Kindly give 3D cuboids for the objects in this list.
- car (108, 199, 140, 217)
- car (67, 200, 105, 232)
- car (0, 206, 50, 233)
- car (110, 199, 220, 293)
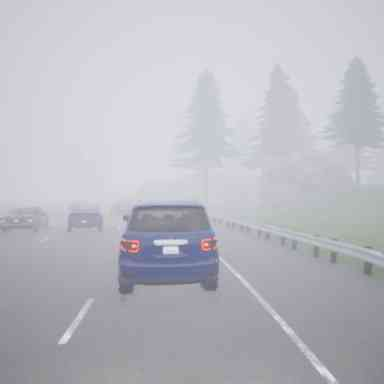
[{"bbox_3d":[-6.810,1.501,32.743,2.033,1.411,5.357,0,0,-23],"label":"car"},{"bbox_3d":[-6.416,1.463,20.353,1.882,1.535,5.008,0,0,-14],"label":"car"},{"bbox_3d":[-9.771,1.557,19.720,2.033,1.411,5.357,0,0,-15],"label":"car"},{"bbox_3d":[-0.706,1.201,9.024,2.150,2.045,5.566,0,0,-6],"label":"car"}]
